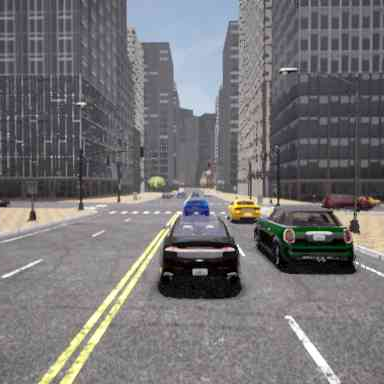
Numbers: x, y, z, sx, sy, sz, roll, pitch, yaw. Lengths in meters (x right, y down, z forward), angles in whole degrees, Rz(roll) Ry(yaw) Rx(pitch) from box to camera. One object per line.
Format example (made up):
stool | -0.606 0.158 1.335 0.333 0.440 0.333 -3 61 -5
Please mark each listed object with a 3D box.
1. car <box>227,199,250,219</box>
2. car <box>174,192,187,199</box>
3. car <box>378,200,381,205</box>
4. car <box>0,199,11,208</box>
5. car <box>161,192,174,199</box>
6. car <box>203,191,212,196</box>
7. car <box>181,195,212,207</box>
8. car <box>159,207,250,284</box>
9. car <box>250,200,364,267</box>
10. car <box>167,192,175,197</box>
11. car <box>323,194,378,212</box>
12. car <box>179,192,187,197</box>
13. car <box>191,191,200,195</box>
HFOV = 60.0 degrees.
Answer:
car | 3.603 1.250 23.642 1.882 1.535 5.008 0 1 1
car | -2.457 0.791 73.953 1.812 1.442 4.674 0 1 1
car | 22.282 1.237 43.938 4.829 1.417 1.752 1 1 2
car | -22.334 1.089 36.658 4.313 1.339 1.947 1 1 2
car | -5.707 0.806 73.989 2.033 1.411 5.357 0 1 1
car | 4.185 0.715 87.080 1.895 1.301 4.718 0 1 1
car | 0.364 1.244 24.288 1.882 1.535 5.008 0 0 2
car | 0.196 1.404 9.284 2.128 1.511 4.902 0 1 1
car | 3.468 1.245 11.107 2.097 1.767 4.553 0 1 1
car | -5.540 0.688 89.547 1.895 1.301 4.718 0 1 1
car | 16.585 1.189 35.711 5.009 1.841 2.192 1 1 2
car | -2.289 0.645 89.541 1.994 1.385 4.181 0 1 1
car | 0.935 0.476 87.053 2.097 1.767 4.553 0 1 1
